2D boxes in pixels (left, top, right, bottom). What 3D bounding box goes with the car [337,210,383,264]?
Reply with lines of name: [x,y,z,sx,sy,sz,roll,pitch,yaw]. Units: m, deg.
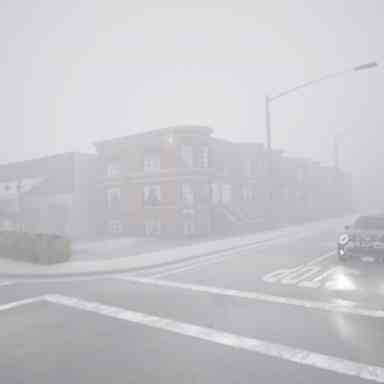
car: [7.062,1.616,12.583,2.097,1.767,4.553,-3,-3,38]
